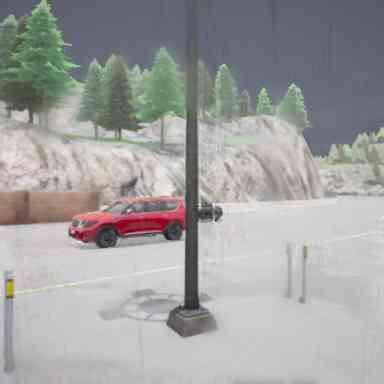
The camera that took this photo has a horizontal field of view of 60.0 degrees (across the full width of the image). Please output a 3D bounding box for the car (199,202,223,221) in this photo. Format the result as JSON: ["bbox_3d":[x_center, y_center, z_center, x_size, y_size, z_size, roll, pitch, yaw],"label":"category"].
[{"bbox_3d":[0.326,1.599,26.586,4.902,1.511,2.128,0,0,-41],"label":"car"}]

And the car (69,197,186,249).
[{"bbox_3d":[-2.650,1.273,15.224,5.566,2.045,2.150,0,0,-38],"label":"car"}]
